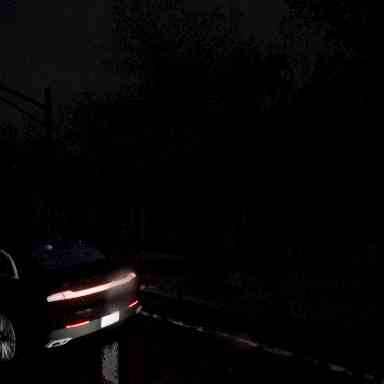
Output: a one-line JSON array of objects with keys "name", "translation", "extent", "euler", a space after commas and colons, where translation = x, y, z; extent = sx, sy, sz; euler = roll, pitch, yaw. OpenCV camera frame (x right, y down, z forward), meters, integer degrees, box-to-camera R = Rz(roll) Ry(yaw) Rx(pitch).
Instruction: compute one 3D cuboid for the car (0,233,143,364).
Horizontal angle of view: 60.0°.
[{"name": "car", "translation": [-3.069, 1.491, 5.864], "extent": [4.902, 1.511, 2.128], "euler": [0, 0, 35]}]
